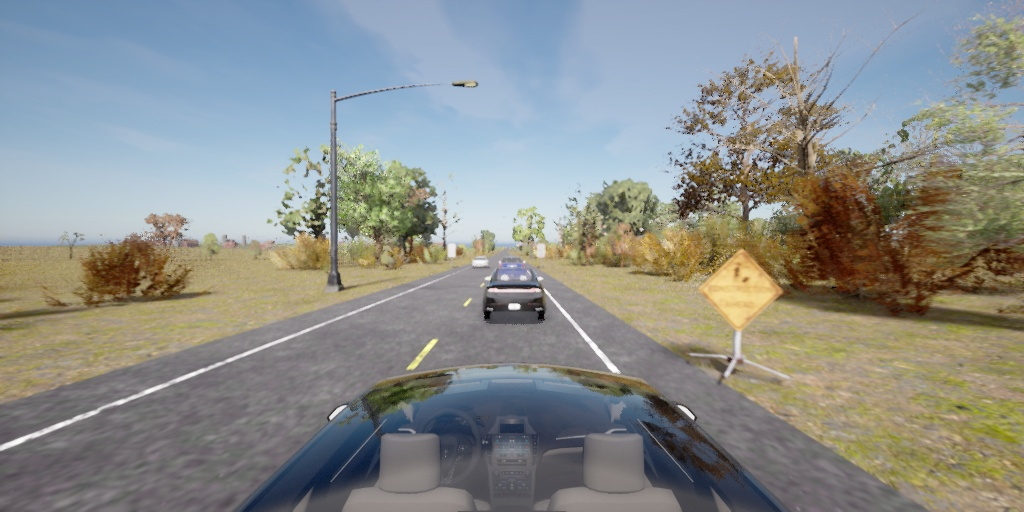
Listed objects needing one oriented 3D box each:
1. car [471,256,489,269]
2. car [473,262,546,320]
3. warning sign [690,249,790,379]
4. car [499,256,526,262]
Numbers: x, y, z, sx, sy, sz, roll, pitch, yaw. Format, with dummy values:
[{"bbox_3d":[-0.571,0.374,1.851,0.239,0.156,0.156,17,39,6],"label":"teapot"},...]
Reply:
[{"bbox_3d":[-3.768,0.783,43.208,1.812,1.442,4.674,0,0,0],"label":"car"},{"bbox_3d":[0.069,1.118,12.009,2.128,1.511,4.902,0,1,0],"label":"car"},{"bbox_3d":[3.549,0.818,5.692,1.300,1.860,1.060,0,0,0],"label":"warning sign"},{"bbox_3d":[0.010,0.791,27.815,2.097,1.767,4.553,0,1,0],"label":"car"}]
